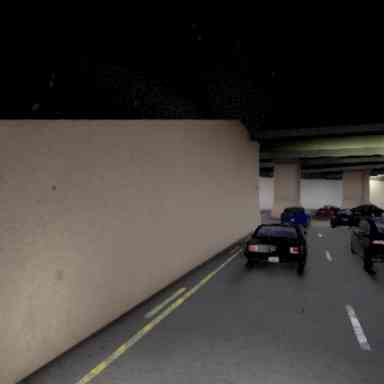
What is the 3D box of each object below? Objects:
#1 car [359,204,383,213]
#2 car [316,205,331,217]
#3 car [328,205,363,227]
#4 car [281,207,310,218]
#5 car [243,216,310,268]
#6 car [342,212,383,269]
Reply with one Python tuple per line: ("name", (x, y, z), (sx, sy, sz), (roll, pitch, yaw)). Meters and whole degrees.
("car", (19.421, 2.104, 36.584), (5.008, 1.535, 1.882), (1, -1, -43))
("car", (15.872, 2.180, 38.041), (4.181, 1.385, 1.994), (1, -1, -45))
("car", (11.869, 1.993, 25.902), (1.994, 1.385, 4.181), (0, -1, 23))
("car", (8.052, 1.874, 25.869), (1.882, 1.535, 5.008), (0, -1, 22))
("car", (3.189, 1.782, 12.112), (1.895, 1.301, 4.718), (0, -1, 19))
("car", (6.705, 1.696, 11.564), (2.128, 1.511, 4.902), (0, -1, 19))
